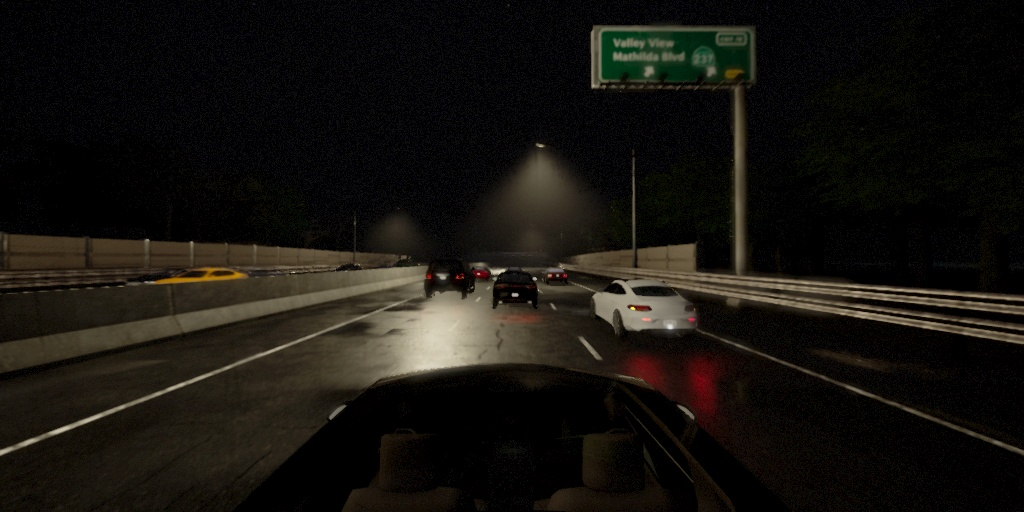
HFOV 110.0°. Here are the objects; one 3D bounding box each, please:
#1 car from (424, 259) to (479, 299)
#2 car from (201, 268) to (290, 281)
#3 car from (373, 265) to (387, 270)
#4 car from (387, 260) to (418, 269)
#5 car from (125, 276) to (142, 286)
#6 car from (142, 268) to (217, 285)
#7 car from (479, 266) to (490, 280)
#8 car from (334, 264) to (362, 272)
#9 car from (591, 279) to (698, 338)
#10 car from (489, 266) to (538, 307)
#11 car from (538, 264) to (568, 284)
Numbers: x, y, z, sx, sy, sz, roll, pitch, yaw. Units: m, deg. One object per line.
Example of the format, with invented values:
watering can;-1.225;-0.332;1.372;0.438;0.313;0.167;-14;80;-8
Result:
car;-3.356;1.201;20.174;2.150;2.045;5.566;0;-1;0
car;-14.057;1.526;20.216;2.033;1.411;5.357;0;-1;0
car;-17.311;1.884;48.884;2.033;1.411;5.357;0;-1;1
car;-13.853;1.531;46.699;2.150;2.045;5.566;0;-1;1
car;-21.044;1.496;22.366;2.128;1.511;4.902;0;-1;0
car;-17.553;1.460;20.543;1.882;1.535;5.008;0;-1;0
car;-3.252;1.758;37.311;1.994;1.385;4.181;0;-1;0
car;-20.856;1.803;45.861;1.837;1.490;4.892;0;-1;1
car;3.616;1.387;10.472;1.812;1.442;4.674;0;-1;0
car;0.130;1.414;16.553;1.882;1.535;5.008;0;-1;0
car;3.704;1.670;31.458;2.033;1.411;5.357;0;-1;0
